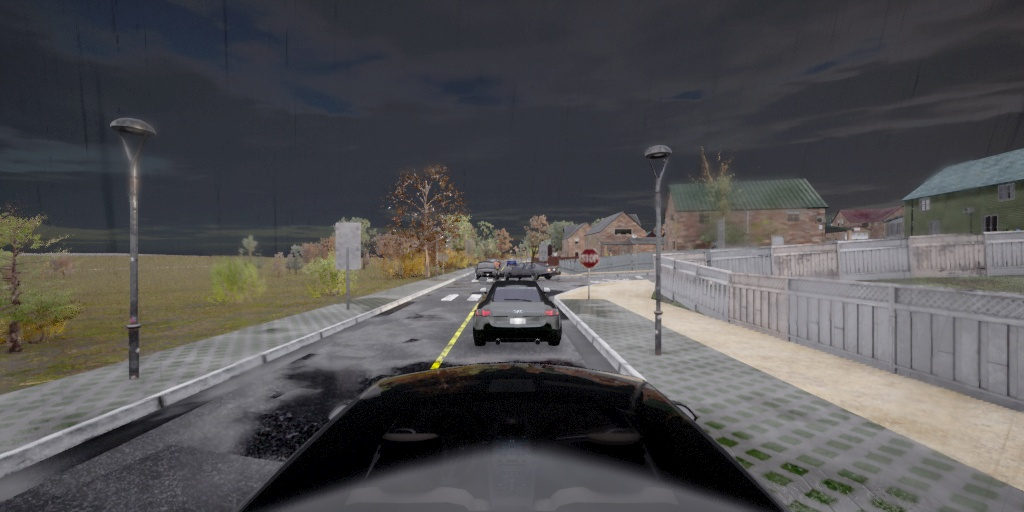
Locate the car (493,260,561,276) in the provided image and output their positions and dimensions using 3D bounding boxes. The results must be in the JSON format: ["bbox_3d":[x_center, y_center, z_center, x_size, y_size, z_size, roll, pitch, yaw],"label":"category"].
[{"bbox_3d":[1.297,1.198,28.430,5.357,1.411,2.033,-4,-3,43],"label":"car"}]

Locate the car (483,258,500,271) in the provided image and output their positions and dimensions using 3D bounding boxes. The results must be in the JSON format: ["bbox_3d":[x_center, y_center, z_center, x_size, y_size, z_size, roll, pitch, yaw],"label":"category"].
[{"bbox_3d":[-2.920,1.121,51.154,2.097,1.767,4.553,0,0,1],"label":"car"}]

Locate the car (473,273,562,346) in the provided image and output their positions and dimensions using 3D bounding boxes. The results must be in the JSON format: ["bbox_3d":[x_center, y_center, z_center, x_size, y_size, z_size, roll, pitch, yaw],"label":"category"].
[{"bbox_3d":[0.091,1.313,9.414,1.994,1.385,4.181,0,0,-1],"label":"car"}]

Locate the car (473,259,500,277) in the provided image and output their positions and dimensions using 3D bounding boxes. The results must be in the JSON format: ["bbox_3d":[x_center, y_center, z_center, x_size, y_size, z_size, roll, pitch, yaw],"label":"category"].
[{"bbox_3d":[-2.294,1.258,31.336,1.837,1.490,4.892,0,0,-8],"label":"car"}]

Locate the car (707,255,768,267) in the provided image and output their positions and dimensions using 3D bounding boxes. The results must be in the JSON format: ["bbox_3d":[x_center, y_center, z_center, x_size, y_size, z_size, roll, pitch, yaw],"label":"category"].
[{"bbox_3d":[14.356,0.413,22.826,4.181,1.385,1.994,-3,0,16],"label":"car"}]

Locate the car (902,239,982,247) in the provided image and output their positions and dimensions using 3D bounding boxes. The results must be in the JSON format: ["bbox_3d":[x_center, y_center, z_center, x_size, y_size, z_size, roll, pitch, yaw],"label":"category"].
[{"bbox_3d":[23.860,-0.209,20.418,4.902,1.511,2.128,-3,0,14],"label":"car"}]
